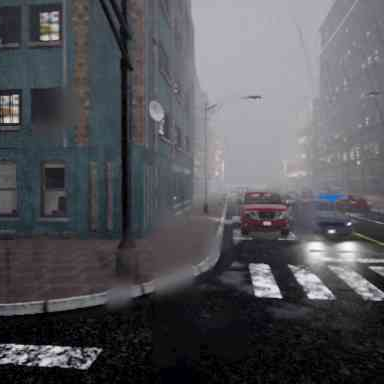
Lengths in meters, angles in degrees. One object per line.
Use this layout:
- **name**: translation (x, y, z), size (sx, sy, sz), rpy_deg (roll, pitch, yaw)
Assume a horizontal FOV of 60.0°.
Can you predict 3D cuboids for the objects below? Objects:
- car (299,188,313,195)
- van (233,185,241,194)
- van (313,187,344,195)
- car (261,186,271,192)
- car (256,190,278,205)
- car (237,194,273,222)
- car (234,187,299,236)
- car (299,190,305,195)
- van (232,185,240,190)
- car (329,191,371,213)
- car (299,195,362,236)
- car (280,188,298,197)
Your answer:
- **car**: translation (14.166, 0.252, 42.074), size (1.967, 1.590, 4.097), rpy_deg (0, 2, 6)
- **van**: translation (9.479, -0.594, 70.535), size (1.690, 1.788, 3.998), rpy_deg (0, 2, 6)
- **van**: translation (12.909, 0.444, 31.043), size (1.690, 1.788, 3.998), rpy_deg (0, 2, 6)
- **car**: translation (19.193, -0.813, 86.192), size (2.008, 1.369, 4.403), rpy_deg (0, 2, 6)
- **car**: translation (7.994, 0.513, 35.660), size (1.812, 1.442, 4.674), rpy_deg (0, 2, 6)
- **car**: translation (3.822, 0.922, 20.911), size (1.887, 1.381, 4.507), rpy_deg (0, 2, 6)
- **car**: translation (3.193, 0.837, 15.390), size (2.192, 1.841, 5.009), rpy_deg (0, 2, 6)
- **car**: translation (6.824, 0.803, 25.469), size (2.033, 1.411, 5.357), rpy_deg (0, 2, 7)
- **van**: translation (5.707, 0.284, 37.448), size (1.690, 1.788, 3.998), rpy_deg (0, 2, 6)
- **car**: translation (12.280, 0.830, 25.534), size (1.802, 1.307, 4.206), rpy_deg (0, 2, 6)
- **car**: translation (5.678, 1.066, 15.435), size (2.033, 1.411, 5.357), rpy_deg (0, 1, 7)
- **car**: translation (15.423, 0.071, 53.106), size (2.008, 1.369, 4.403), rpy_deg (0, 2, 6)
